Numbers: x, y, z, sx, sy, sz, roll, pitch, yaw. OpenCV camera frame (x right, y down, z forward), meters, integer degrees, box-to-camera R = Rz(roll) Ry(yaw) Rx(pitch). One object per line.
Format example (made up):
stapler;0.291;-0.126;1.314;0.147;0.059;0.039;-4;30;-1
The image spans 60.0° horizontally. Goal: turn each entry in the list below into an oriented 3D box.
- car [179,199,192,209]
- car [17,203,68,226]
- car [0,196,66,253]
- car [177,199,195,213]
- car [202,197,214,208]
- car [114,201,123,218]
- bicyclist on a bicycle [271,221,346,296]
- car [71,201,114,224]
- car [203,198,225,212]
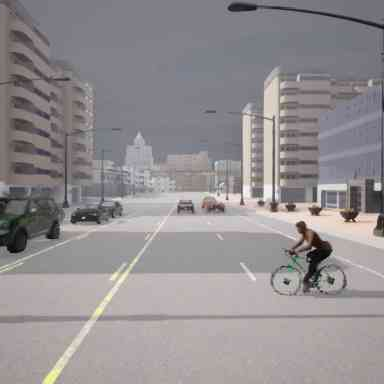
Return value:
car;-0.936;1.728;48.143;1.895;1.301;4.718;0;0;-1
car;-11.027;1.610;24.868;1.994;1.385;4.181;0;0;-1
car;-7.379;1.226;13.942;2.150;2.045;5.566;0;0;-1
car;-0.716;1.583;38.180;2.128;1.511;4.902;0;0;-1
car;2.540;1.481;49.137;2.097;1.767;4.553;0;0;-1
car;-7.705;1.544;30.771;1.882;1.535;5.008;0;0;0
bicyclist on a bicycle;2.511;1.450;7.162;1.656;1.620;0.582;0;0;-1
car;-7.527;1.610;24.912;1.994;1.385;4.181;0;0;-1
car;2.751;1.698;39.731;1.895;1.301;4.718;0;0;-1
